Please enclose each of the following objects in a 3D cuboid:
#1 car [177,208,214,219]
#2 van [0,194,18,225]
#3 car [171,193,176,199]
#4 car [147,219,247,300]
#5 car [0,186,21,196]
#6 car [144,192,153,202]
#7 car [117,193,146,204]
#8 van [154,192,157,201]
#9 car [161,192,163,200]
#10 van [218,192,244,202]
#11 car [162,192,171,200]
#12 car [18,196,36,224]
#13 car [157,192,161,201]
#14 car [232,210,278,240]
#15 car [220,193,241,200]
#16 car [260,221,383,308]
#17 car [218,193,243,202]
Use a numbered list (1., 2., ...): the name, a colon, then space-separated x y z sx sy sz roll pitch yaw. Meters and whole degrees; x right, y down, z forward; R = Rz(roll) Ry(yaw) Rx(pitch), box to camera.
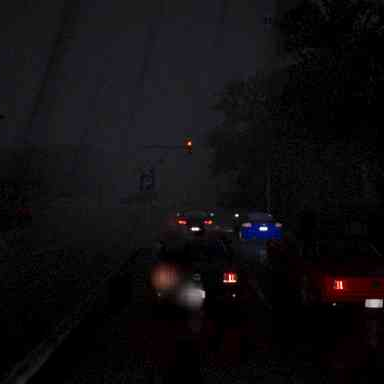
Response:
1. car: 0.173 1.551 17.480 1.812 1.442 4.674 0 0 1
2. van: -13.600 1.296 20.601 4.442 1.987 1.878 -1 0 -19
3. car: -7.993 1.062 88.325 5.566 2.045 2.435 -1 0 -12
4. car: 0.111 1.612 8.378 1.895 1.301 4.718 0 0 0
5. car: -28.159 0.135 52.255 2.002 1.452 4.674 6 -3 -19
6. car: -10.793 1.313 64.377 5.366 1.575 1.946 -1 0 -15
7. car: -11.438 1.356 61.385 4.792 1.488 2.163 -1 0 -15
8. van: -10.233 1.090 70.369 4.442 1.987 1.878 -1 0 -14
9. car: -9.632 1.357 76.335 4.674 1.452 2.002 -1 0 -13
10. van: 7.290 1.040 63.977 4.442 1.987 1.878 1 0 -14
11. car: -8.444 1.354 85.319 4.674 1.452 2.002 -1 0 -12
12. car: -13.625 1.402 23.579 4.553 1.767 2.185 -1 0 -19
13. car: -10.005 1.319 73.340 4.892 1.521 2.231 -1 0 -14
14. car: 3.165 1.587 16.635 1.994 1.385 4.181 0 0 1
15. car: 9.467 1.126 81.646 4.553 1.767 2.185 1 0 -12
16. car: 3.121 1.611 7.887 1.895 1.301 4.718 0 0 0
17. car: 7.674 1.139 66.947 4.553 1.767 2.185 1 0 -14
